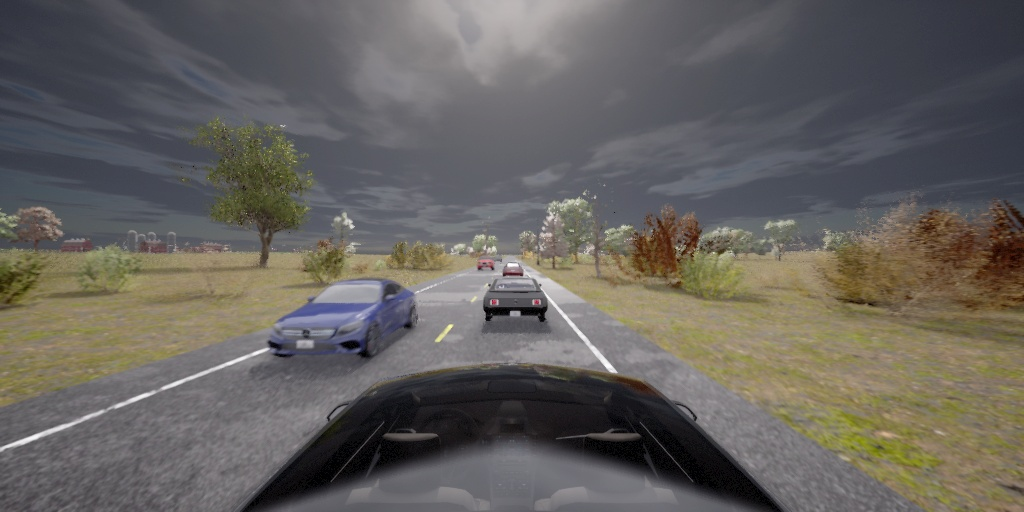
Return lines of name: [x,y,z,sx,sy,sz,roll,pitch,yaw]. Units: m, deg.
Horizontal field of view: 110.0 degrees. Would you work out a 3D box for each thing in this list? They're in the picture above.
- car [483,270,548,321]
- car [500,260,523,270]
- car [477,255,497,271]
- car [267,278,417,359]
car: [0.099,1.351,12.422,1.895,1.301,4.718,0,0,0]
car: [0.096,1.311,34.930,1.994,1.385,4.181,0,0,0]
car: [-3.577,0.968,49.603,2.150,2.045,5.566,0,0,0]
car: [-3.601,1.276,8.568,1.812,1.442,4.674,0,0,0]
